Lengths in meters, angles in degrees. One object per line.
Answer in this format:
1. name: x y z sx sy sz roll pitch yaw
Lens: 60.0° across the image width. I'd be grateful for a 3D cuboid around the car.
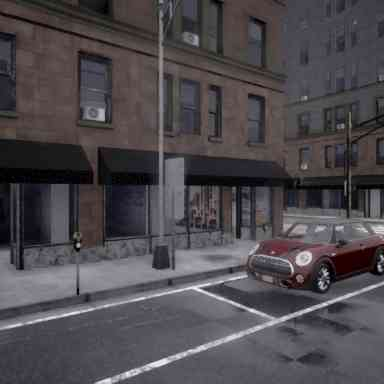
1. car: 3.312 1.440 8.722 4.097 1.590 1.967 0 0 -37
